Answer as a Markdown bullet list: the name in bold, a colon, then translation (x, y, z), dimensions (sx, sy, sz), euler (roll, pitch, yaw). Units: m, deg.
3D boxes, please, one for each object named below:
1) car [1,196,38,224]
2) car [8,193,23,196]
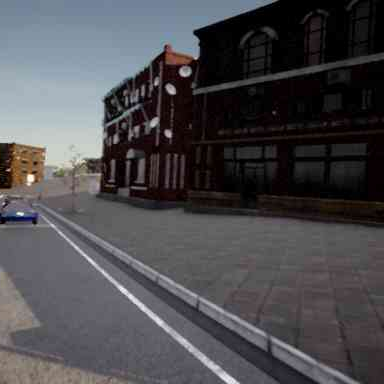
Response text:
- **car**: translation (-10.805, 1.180, 20.879), dimensions (1.994, 1.385, 4.181), euler (2, 0, -28)
- **car**: translation (-19.236, 0.838, 36.262), dimensions (1.812, 1.442, 4.674), euler (2, 0, -29)
